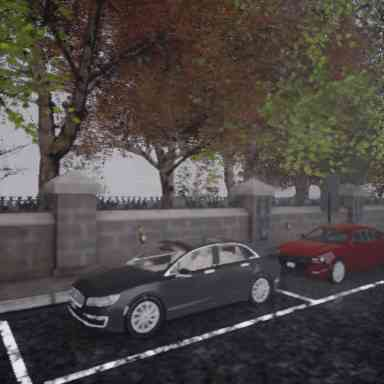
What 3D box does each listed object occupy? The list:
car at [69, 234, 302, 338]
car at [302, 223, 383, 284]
[{"bbox_3d":[-0.102,1.587,6.580,4.403,1.369,2.008,1,0,-35],"label":"car"},{"bbox_3d":[4.378,1.636,9.839,4.507,1.381,1.887,1,0,-35],"label":"car"}]
